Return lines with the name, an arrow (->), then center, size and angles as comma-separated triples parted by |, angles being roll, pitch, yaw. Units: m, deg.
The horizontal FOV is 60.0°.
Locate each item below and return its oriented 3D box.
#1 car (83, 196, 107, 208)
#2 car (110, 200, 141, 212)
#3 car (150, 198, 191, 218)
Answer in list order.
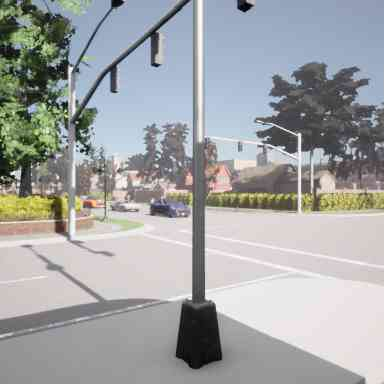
car -> -13.709, 1.352, 46.865 | 2.097, 1.767, 4.553 | 0, 0, -36
car -> -7.820, 1.601, 38.724 | 1.895, 1.301, 4.718 | 0, 0, -36
car -> -2.077, 1.352, 30.787 | 2.097, 1.767, 4.553 | 0, 0, -36
